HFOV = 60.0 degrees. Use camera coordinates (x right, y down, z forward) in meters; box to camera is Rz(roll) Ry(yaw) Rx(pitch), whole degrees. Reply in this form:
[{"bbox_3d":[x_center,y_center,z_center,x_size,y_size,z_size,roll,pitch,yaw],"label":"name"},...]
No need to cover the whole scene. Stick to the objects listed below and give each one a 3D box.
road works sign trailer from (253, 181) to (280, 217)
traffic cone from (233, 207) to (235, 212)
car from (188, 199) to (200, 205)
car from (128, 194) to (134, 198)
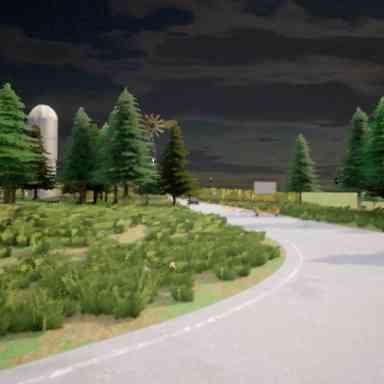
[{"bbox_3d":[7.302,0.648,33.641,2.380,3.560,2.880,0,0,-7],"label":"road works sign trailer"},{"bbox_3d":[5.059,2.154,40.406,0.340,0.580,0.340,0,0,-7],"label":"traffic cone"},{"bbox_3d":[0.298,1.772,63.086,1.837,1.490,4.892,0,-1,-7],"label":"car"},{"bbox_3d":[-17.632,1.503,92.974,1.905,1.878,3.866,1,0,-38],"label":"car"}]
